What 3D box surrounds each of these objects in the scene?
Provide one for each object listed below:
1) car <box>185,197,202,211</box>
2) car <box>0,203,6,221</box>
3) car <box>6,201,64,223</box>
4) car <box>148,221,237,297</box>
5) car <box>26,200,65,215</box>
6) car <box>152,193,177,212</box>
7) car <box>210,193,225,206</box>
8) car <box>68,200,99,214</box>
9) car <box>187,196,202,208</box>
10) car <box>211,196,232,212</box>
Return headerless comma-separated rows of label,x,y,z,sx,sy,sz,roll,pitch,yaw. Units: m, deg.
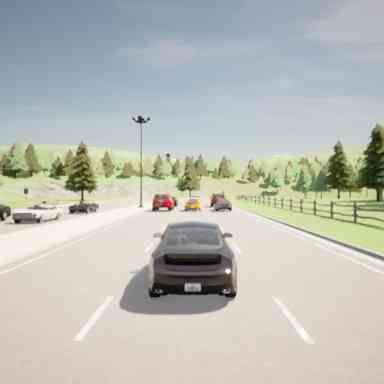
car,0.139,1.445,39.528,1.882,1.535,5.008,0,0,1
car,-15.012,1.472,23.956,2.128,1.511,4.902,0,0,0
car,-11.515,1.580,25.053,1.895,1.301,4.718,0,0,1
car,0.021,1.497,8.509,1.837,1.490,4.892,0,0,0
car,-14.912,1.573,34.099,1.895,1.301,4.718,0,0,0
car,-3.365,1.189,39.154,2.150,2.045,5.566,0,0,1
car,3.883,1.180,49.726,2.150,2.045,5.566,0,0,2
car,-11.409,1.572,35.246,1.895,1.301,4.718,0,0,0
car,0.383,1.450,49.798,2.128,1.511,4.902,0,0,2
car,3.635,1.515,39.103,2.033,1.411,5.357,0,0,1
